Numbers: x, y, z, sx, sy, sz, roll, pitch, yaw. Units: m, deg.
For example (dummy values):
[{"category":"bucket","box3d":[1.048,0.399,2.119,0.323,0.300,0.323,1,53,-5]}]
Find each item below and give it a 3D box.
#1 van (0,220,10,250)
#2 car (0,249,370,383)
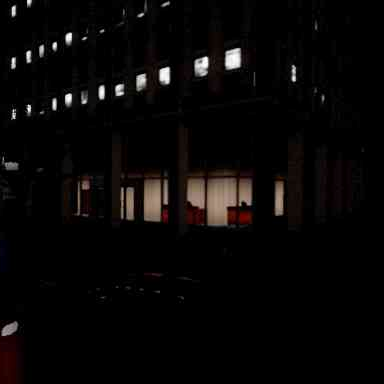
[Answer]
[{"category":"van","box3d":[-5.287,1.289,6.645,3.998,1.788,1.690,0,0,36]},{"category":"car","box3d":[-0.674,1.529,3.354,4.507,1.381,1.887,0,0,36]}]
